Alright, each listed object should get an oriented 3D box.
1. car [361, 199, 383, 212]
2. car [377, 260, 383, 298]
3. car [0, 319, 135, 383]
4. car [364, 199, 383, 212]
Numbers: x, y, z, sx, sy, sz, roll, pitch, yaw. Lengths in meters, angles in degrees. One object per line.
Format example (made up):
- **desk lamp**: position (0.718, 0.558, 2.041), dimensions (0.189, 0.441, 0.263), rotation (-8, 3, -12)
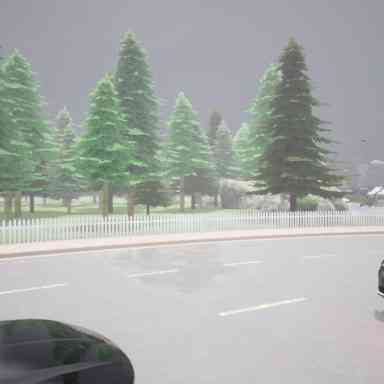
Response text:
- **car**: position (23.111, 1.581, 41.123), dimensions (1.812, 1.442, 4.674), rotation (0, 0, -3)
- **car**: position (5.680, 1.492, 6.134), dimensions (4.902, 1.511, 2.128), rotation (0, 0, -23)
- **car**: position (-2.678, 1.478, 1.653), dimensions (5.008, 1.535, 1.882), rotation (0, 0, -36)
- **car**: position (19.910, 1.619, 36.072), dimensions (1.994, 1.385, 4.181), rotation (0, 0, -3)
